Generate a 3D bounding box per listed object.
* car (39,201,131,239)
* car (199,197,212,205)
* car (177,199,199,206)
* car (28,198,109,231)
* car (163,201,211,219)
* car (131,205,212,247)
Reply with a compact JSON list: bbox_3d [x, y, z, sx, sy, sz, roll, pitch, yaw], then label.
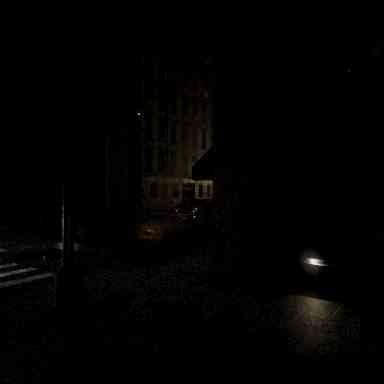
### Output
[{"bbox_3d":[-5.159,1.457,17.779,1.882,1.535,5.008,0,0,34],"label":"car"},{"bbox_3d":[2.896,1.314,19.618,2.192,1.841,5.009,0,0,36],"label":"car"},{"bbox_3d":[0.676,1.321,25.948,2.097,1.767,4.553,0,0,35],"label":"car"},{"bbox_3d":[-6.931,1.282,19.670,2.192,1.841,5.009,0,0,36],"label":"car"},{"bbox_3d":[-0.330,1.521,28.912,1.947,1.339,4.313,0,0,36],"label":"car"},{"bbox_3d":[-0.308,1.530,15.136,1.752,1.417,4.829,0,0,36],"label":"car"}]
